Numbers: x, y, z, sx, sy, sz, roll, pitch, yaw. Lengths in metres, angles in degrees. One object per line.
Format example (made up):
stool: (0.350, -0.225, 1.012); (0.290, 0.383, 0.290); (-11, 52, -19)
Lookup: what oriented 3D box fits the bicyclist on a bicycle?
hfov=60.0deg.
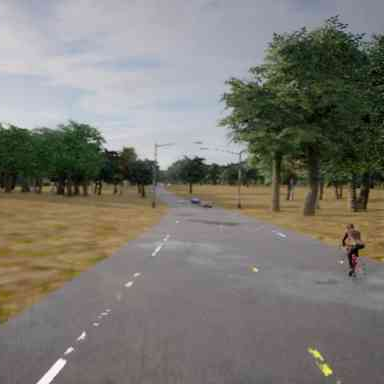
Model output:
bicyclist on a bicycle: (4.690, 1.754, 9.757); (0.582, 1.620, 1.656); (2, -1, 2)

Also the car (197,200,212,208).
car: (2.616, 2.394, 62.900); (1.895, 1.301, 4.718); (2, 0, -4)

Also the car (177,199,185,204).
car: (-2.688, 2.311, 81.184); (1.895, 1.301, 4.718); (2, 0, -6)

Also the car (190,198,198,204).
car: (0.667, 2.316, 82.704); (1.882, 1.535, 5.008); (2, 0, -7)
